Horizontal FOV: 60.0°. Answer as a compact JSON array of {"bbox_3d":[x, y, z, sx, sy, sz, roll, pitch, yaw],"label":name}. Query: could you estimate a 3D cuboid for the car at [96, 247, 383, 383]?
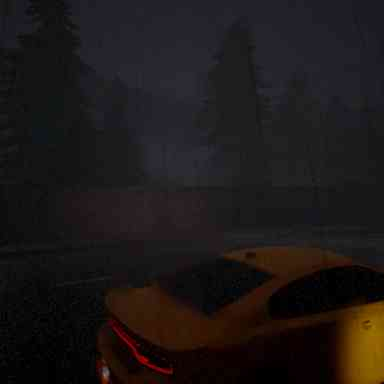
[{"bbox_3d":[1.402,1.451,4.192,5.008,1.535,1.882,0,0,-28],"label":"car"}]
